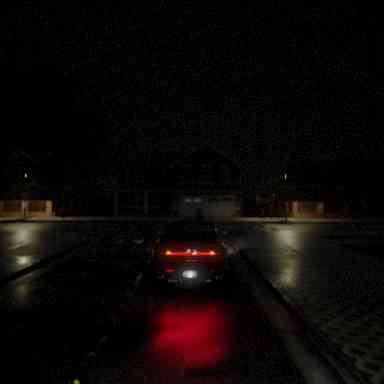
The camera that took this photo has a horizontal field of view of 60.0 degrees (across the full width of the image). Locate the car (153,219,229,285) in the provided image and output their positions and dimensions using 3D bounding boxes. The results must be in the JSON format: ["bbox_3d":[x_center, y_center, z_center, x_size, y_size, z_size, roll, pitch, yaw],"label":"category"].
[{"bbox_3d":[0.008,1.552,9.648,1.837,1.490,4.892,0,0,1],"label":"car"}]
